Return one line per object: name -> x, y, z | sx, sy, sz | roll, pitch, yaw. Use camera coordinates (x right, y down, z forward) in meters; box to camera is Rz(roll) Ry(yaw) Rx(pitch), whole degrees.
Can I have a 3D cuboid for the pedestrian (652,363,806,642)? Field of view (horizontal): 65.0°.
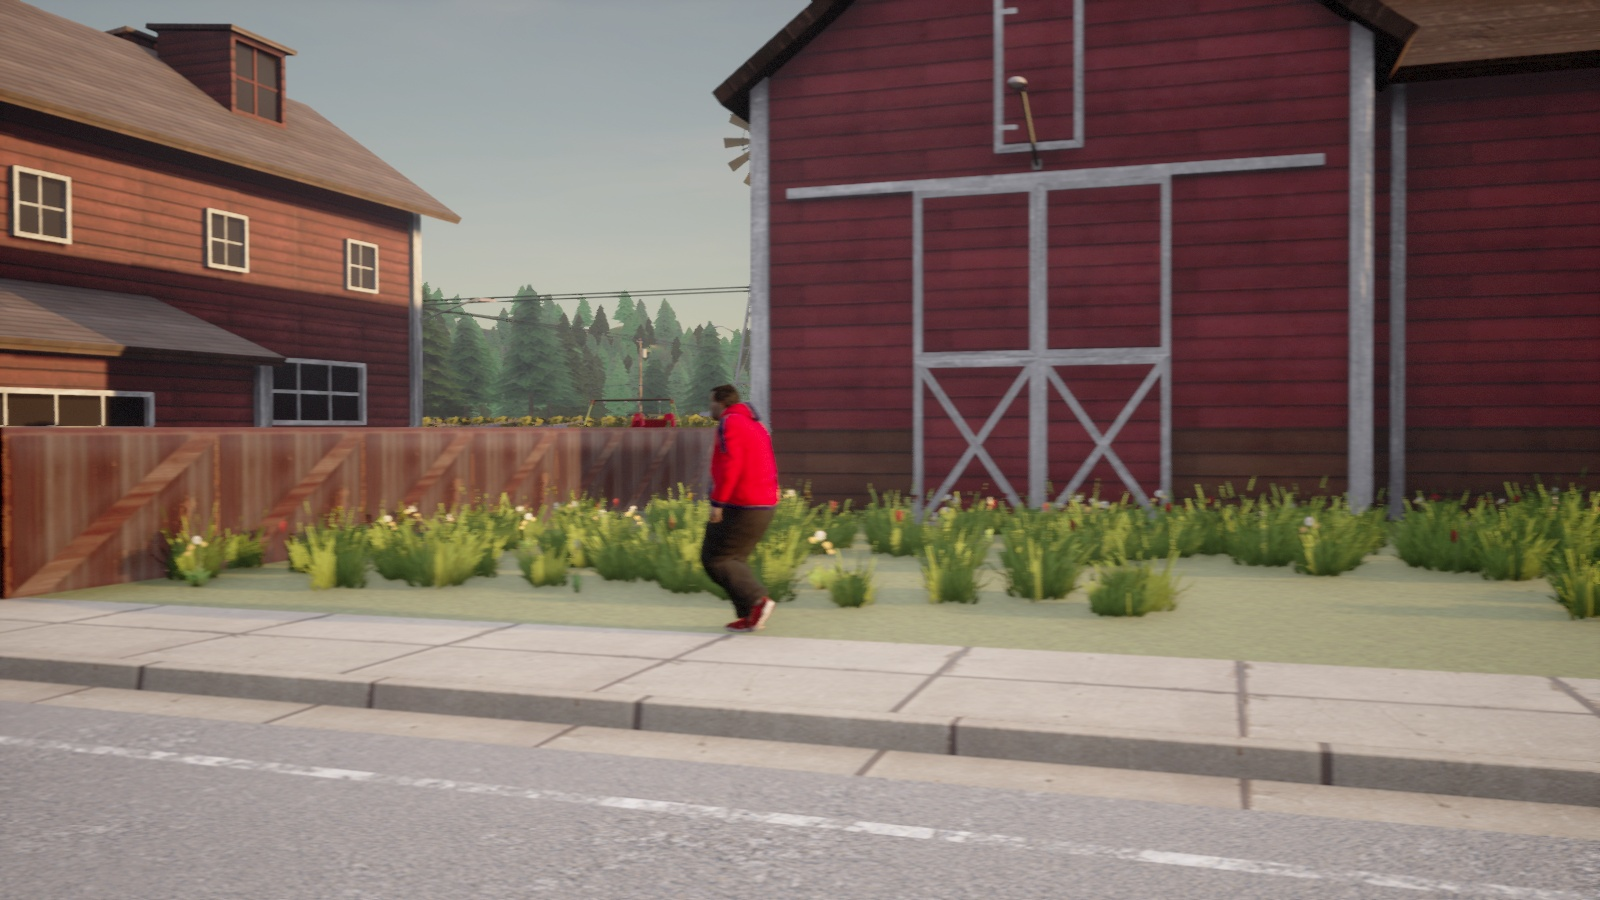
pedestrian -> -0.484, 0.340, 8.750 | 0.899, 1.844, 0.634 | 1, 1, 17
